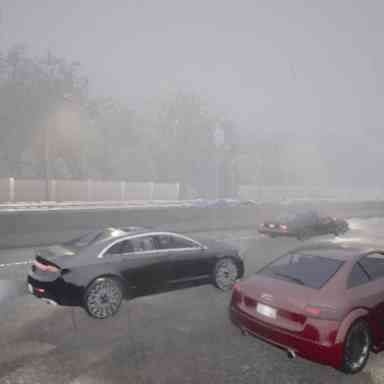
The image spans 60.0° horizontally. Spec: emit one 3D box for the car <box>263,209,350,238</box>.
[{"bbox_3d":[5.635,1.574,16.489,5.357,1.411,2.033,0,0,-36],"label":"car"}]

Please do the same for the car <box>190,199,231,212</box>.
[{"bbox_3d":[2.257,1.599,40.204,4.892,1.490,1.837,0,0,-36],"label":"car"}]

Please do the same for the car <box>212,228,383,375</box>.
[{"bbox_3d":[2.632,1.572,5.672,4.181,1.385,1.994,0,0,-36],"label":"car"}]

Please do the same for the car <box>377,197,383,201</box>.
[{"bbox_3d":[36.112,1.596,60.273,4.892,1.490,1.837,0,0,-36],"label":"car"}]

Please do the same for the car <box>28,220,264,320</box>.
[{"bbox_3d":[-0.932,1.513,7.414,4.902,1.511,2.128,0,0,-36],"label":"car"}]

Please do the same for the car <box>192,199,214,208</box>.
[{"bbox_3d":[2.641,1.560,36.164,5.008,1.535,1.882,0,0,-36],"label":"car"}]

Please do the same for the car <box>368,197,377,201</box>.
[{"bbox_3d":[36.174,1.690,64.638,4.718,1.301,1.895,0,0,-36],"label":"car"}]

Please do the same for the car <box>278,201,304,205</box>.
[{"bbox_3d":[9.584,1.582,32.547,4.674,1.442,1.812,0,0,-36],"label":"car"}]

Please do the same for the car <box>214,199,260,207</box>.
[{"bbox_3d":[4.935,1.575,33.505,4.892,1.490,1.837,0,0,-36],"label":"car"}]
